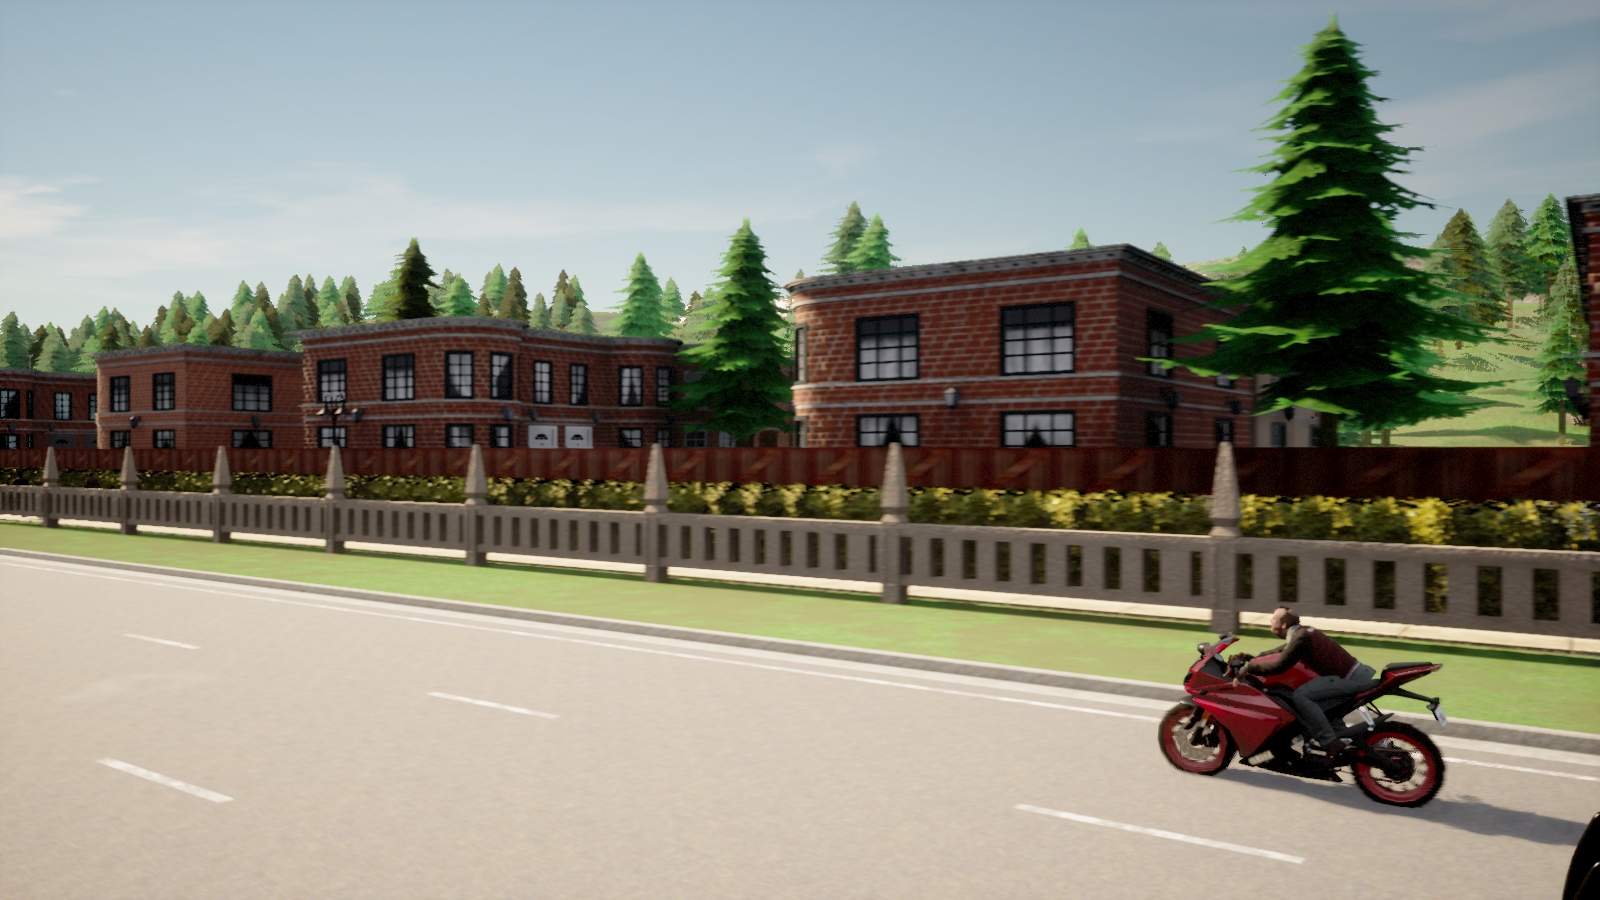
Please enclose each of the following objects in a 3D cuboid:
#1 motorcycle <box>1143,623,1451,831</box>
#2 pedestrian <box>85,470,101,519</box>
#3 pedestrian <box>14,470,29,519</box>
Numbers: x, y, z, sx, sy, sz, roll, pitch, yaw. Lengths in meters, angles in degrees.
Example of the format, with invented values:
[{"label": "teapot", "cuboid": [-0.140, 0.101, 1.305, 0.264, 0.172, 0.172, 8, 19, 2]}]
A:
[{"label": "motorcycle", "cuboid": [4.081, 2.205, 9.472, 2.209, 1.251, 0.867, 0, 0, 35]}, {"label": "pedestrian", "cuboid": [-26.965, 1.698, 43.579, 0.375, 1.860, 0.375, 0, 0, 35]}, {"label": "pedestrian", "cuboid": [-29.911, 1.697, 43.892, 0.375, 1.860, 0.375, 0, 0, 36]}]
